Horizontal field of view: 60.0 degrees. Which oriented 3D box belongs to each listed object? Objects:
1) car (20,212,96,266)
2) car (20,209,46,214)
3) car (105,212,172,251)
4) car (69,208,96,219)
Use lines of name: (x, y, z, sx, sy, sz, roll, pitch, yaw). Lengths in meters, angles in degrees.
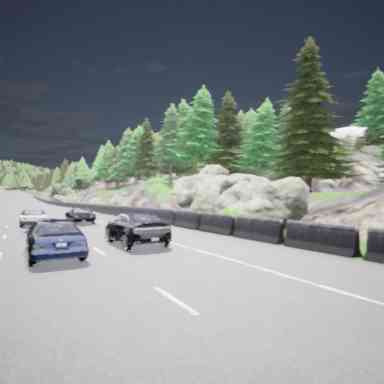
car: (-5.159, 1.701, 12.370, 2.033, 1.411, 5.357, 0, -1, -28)
car: (-12.550, 2.016, 26.286, 1.895, 1.301, 4.718, 0, -1, -28)
car: (-2.544, 1.647, 14.929, 2.128, 1.511, 4.902, 0, -1, -28)
car: (-9.458, 1.999, 27.926, 1.895, 1.301, 4.718, 0, -1, -28)
